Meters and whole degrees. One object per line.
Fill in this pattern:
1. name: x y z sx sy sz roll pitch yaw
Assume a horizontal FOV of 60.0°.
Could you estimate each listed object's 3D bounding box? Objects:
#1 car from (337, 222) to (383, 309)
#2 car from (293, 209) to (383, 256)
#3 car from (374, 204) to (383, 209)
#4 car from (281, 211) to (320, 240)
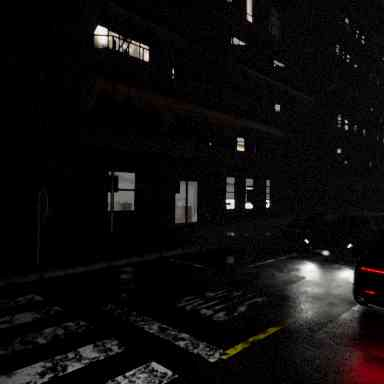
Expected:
1. car: 5.007 1.509 6.988 4.892 1.490 1.837 0 0 -45
2. car: 6.149 1.560 12.492 5.357 1.411 2.033 0 0 -45
3. car: 13.652 1.547 23.575 4.829 1.417 1.752 0 1 -45
4. car: 5.909 1.600 15.886 4.206 1.307 1.802 0 1 -45
